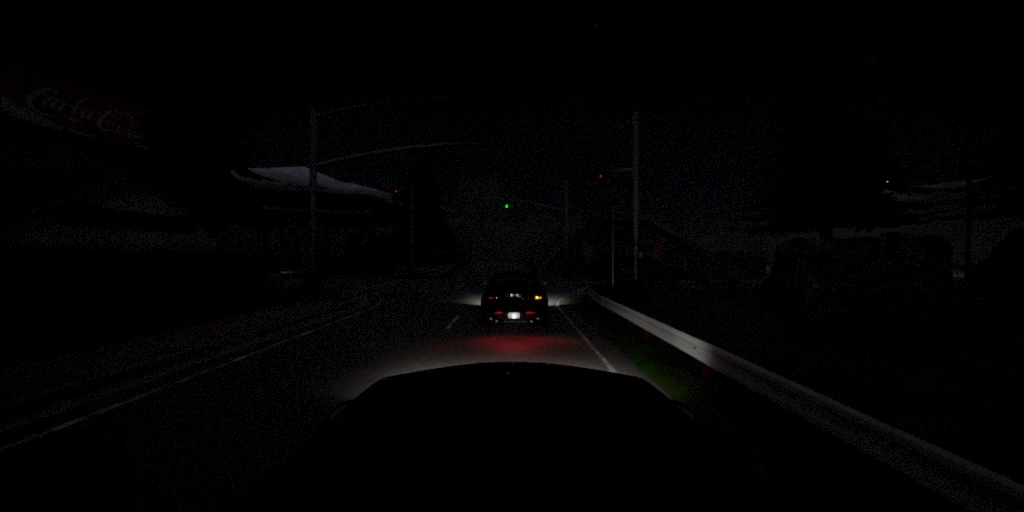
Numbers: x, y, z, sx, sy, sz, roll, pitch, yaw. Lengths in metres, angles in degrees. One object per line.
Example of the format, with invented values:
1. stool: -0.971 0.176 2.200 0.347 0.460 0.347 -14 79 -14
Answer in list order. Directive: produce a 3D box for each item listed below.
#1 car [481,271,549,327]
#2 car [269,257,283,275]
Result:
1. car: 0.103 1.219 11.395 1.837 1.490 4.892 0 0 1
2. car: -25.229 1.124 36.832 1.837 1.490 4.892 0 0 -19
